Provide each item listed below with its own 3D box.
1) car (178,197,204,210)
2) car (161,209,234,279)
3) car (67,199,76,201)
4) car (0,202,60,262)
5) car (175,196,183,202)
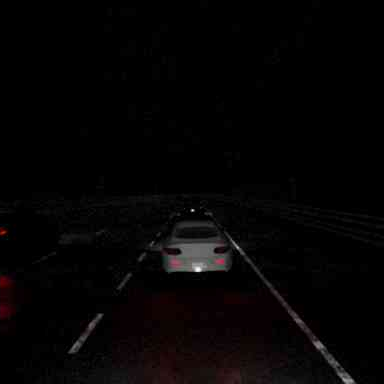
[{"bbox_3d":[0.050,1.428,28.429,1.994,1.385,4.181,-1,0,0],"label":"car"},{"bbox_3d":[0.121,1.486,9.831,1.812,1.442,4.674,-1,0,0],"label":"car"},{"bbox_3d":[-21.174,1.985,58.311,1.812,1.442,4.674,-1,0,0],"label":"car"},{"bbox_3d":[-6.892,1.472,12.843,2.097,1.767,4.553,-1,0,0],"label":"car"},{"bbox_3d":[-3.785,1.958,94.185,1.837,1.490,4.892,-1,-1,0],"label":"car"}]
